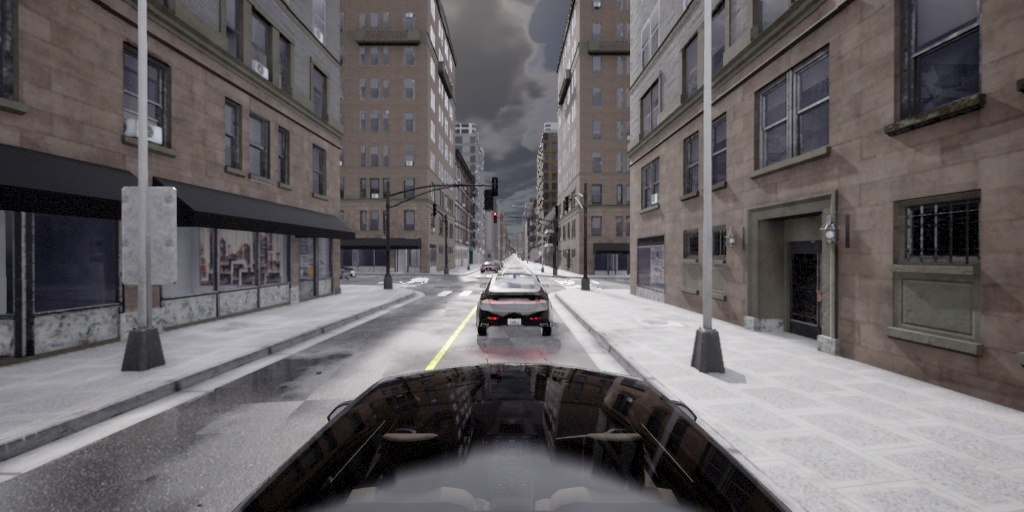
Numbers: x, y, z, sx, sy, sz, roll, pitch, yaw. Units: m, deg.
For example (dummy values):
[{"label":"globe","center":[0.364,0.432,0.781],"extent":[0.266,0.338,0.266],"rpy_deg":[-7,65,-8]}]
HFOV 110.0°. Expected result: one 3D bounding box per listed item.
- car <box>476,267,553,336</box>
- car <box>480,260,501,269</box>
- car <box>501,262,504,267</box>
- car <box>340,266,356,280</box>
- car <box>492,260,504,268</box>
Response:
[{"label":"car","center":[0.074,1.243,10.348],"extent":[2.128,1.511,4.902],"rpy_deg":[0,0,1]},{"label":"car","center":[-2.719,1.371,44.002],"extent":[1.994,1.385,4.181],"rpy_deg":[0,0,1]},{"label":"car","center":[-2.625,1.333,53.955],"extent":[1.837,1.490,4.892],"rpy_deg":[0,0,0]},{"label":"car","center":[-14.044,1.078,26.253],"extent":[4.902,1.511,2.128],"rpy_deg":[1,0,0]},{"label":"car","center":[-2.501,1.450,64.072],"extent":[1.895,1.301,4.718],"rpy_deg":[0,0,1]}]
